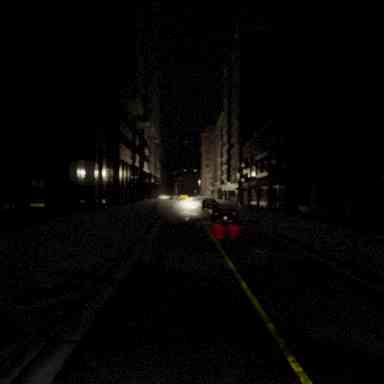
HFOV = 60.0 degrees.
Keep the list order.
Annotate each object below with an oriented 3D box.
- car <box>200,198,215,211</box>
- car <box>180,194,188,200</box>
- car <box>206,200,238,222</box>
[{"bbox_3d":[2.063,1.479,40.273,1.882,1.535,5.008,1,0,-1],"label":"car"},{"bbox_3d":[-2.146,1.383,89.018,1.882,1.535,5.008,1,0,-1],"label":"car"},{"bbox_3d":[2.393,1.616,26.537,1.895,1.301,4.718,1,0,-1],"label":"car"}]
